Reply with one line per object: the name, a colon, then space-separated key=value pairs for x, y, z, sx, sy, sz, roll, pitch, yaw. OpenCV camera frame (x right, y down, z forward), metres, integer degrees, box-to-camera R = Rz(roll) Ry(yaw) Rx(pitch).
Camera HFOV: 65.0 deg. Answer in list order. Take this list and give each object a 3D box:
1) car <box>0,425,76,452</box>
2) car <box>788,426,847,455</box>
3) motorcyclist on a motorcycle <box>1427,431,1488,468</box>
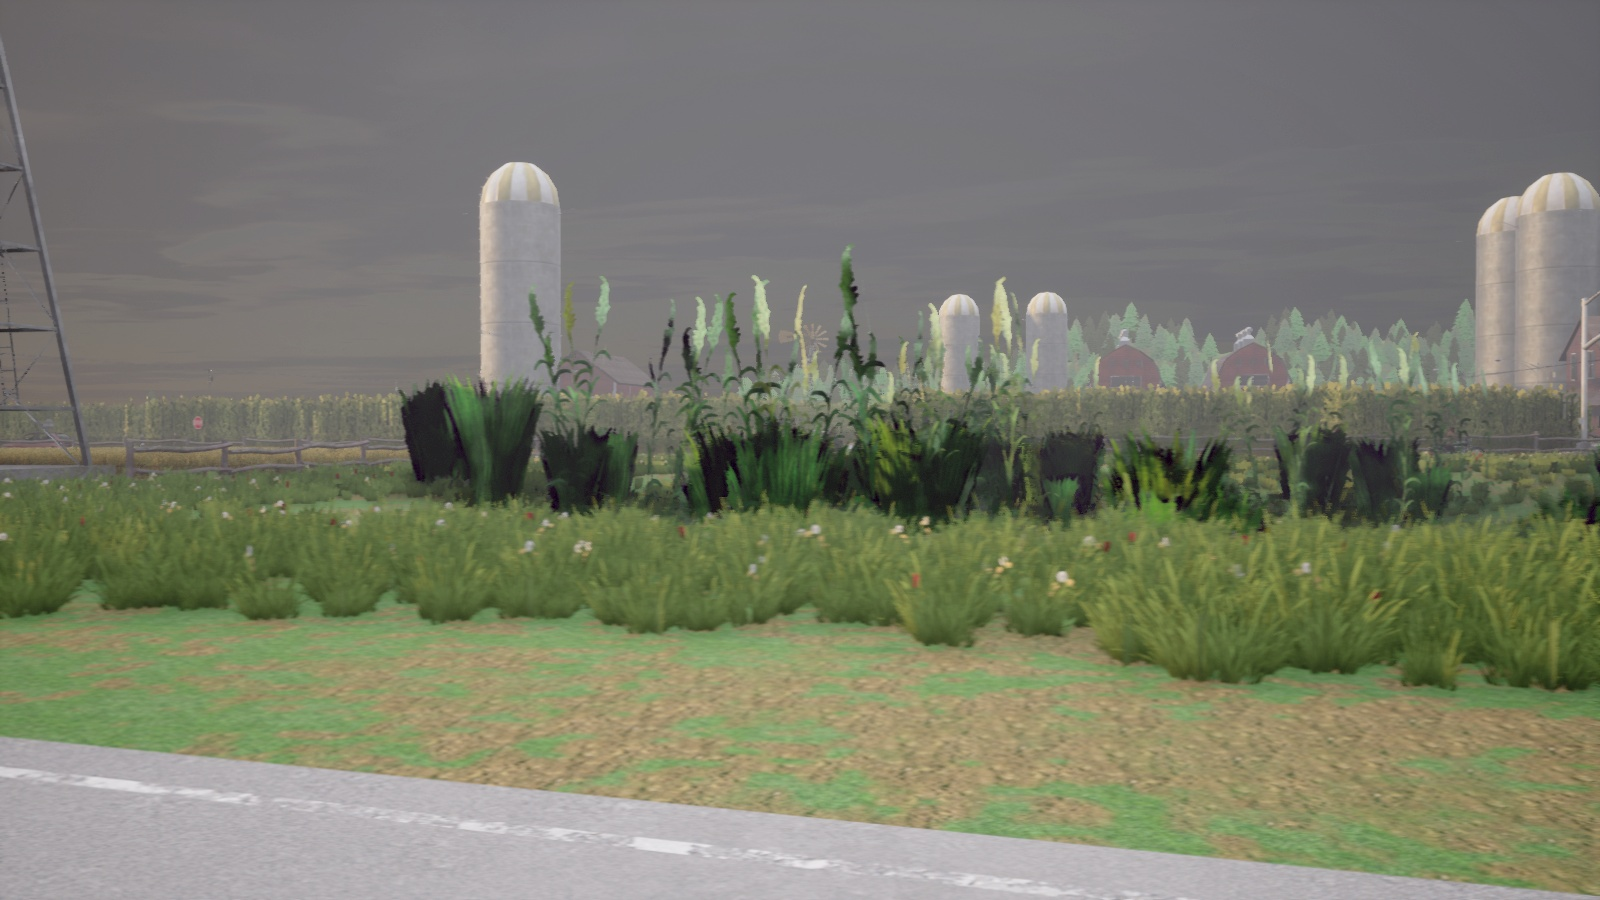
car: x=-47.618 y=-0.707 z=78.226 sx=3.988 sy=1.617 sz=1.851 roll=0 pitch=1 yaw=-3
car: x=1.091 y=-0.588 z=74.765 sx=2.152 sy=1.651 sz=5.027 roll=1 pitch=1 yaw=17
motorcyclist on a motorcycle: x=30.299 y=-0.037 z=57.937 sx=2.350 sy=1.649 sz=0.766 roll=1 pitch=1 yaw=13
